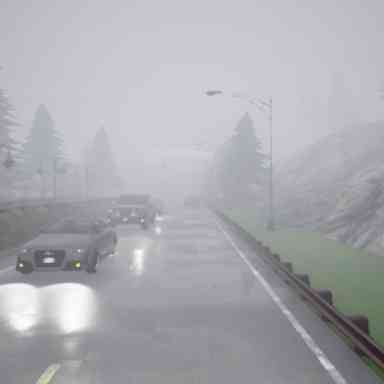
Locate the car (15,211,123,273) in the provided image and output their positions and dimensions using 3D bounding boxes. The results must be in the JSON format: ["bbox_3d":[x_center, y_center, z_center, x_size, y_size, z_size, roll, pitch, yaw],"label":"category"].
[{"bbox_3d":[-3.610,1.513,10.311,1.994,1.385,4.181,0,0,-1],"label":"car"}]

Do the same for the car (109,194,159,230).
[{"bbox_3d":[-3.609,1.121,20.732,2.150,2.045,5.566,0,0,0],"label":"car"}]

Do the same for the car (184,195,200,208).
[{"bbox_3d":[0.027,1.130,44.726,2.097,1.767,4.553,0,0,0],"label":"car"}]

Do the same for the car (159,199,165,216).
[{"bbox_3d":[-3.609,1.351,30.960,1.837,1.490,4.892,0,0,0],"label":"car"}]
